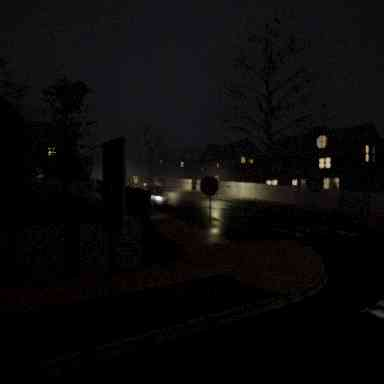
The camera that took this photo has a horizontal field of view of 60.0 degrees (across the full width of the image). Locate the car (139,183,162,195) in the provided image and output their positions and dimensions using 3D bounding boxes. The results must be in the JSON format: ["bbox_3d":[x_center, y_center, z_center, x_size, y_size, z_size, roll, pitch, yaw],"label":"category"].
[{"bbox_3d":[-4.836,-0.361,38.316,1.994,1.385,4.181,0,3,-21],"label":"car"}]

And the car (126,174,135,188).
[{"bbox_3d":[-10.715,-1.829,53.709,2.150,2.045,5.566,0,3,-21],"label":"car"}]
